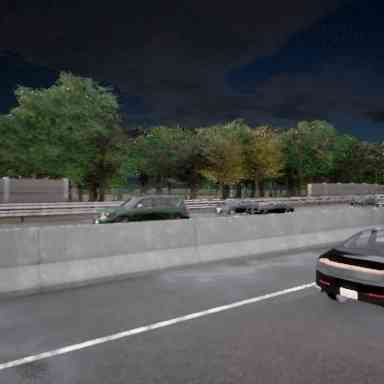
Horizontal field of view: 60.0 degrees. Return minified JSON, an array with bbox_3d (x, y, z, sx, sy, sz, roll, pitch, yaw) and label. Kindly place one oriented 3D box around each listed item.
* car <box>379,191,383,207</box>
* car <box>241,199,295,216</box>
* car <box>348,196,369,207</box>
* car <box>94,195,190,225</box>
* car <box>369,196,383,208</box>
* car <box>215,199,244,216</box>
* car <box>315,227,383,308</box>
[{"bbox_3d":[27.439,0.922,44.277,5.566,2.045,2.150,-1,1,-34],"label":"car"},{"bbox_3d":[7.090,1.555,30.145,4.718,1.301,1.895,0,0,-35],"label":"car"},{"bbox_3d":[23.872,1.276,46.057,5.357,1.411,2.033,-1,1,-34],"label":"car"},{"bbox_3d":[-2.746,1.218,19.172,5.566,2.045,2.150,0,0,-35],"label":"car"},{"bbox_3d":[18.592,1.106,29.695,5.566,2.045,2.150,-1,0,-35],"label":"car"},{"bbox_3d":[4.355,1.454,31.752,4.902,1.511,2.128,0,0,-38],"label":"car"},{"bbox_3d":[4.615,1.490,6.985,4.902,1.511,2.128,0,0,-35],"label":"car"}]
